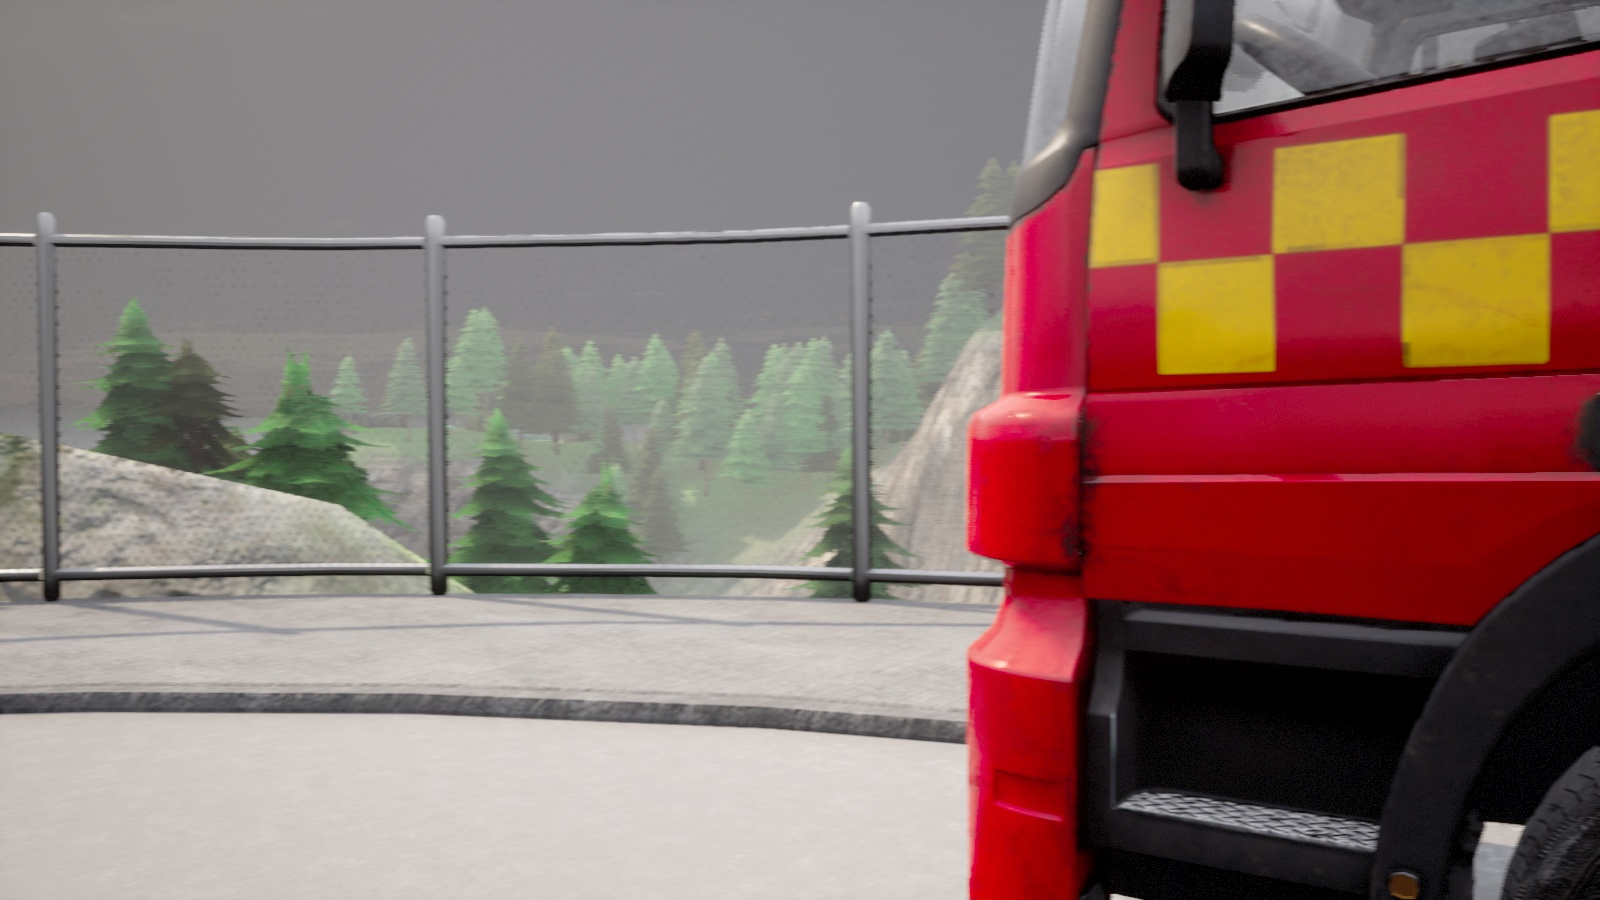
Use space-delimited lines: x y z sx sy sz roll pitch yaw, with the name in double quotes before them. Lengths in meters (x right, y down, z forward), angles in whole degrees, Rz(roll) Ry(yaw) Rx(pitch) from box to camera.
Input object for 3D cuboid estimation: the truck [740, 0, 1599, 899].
"truck" 4.201 -0.365 1.831 8.468 3.827 2.891 1 1 33
